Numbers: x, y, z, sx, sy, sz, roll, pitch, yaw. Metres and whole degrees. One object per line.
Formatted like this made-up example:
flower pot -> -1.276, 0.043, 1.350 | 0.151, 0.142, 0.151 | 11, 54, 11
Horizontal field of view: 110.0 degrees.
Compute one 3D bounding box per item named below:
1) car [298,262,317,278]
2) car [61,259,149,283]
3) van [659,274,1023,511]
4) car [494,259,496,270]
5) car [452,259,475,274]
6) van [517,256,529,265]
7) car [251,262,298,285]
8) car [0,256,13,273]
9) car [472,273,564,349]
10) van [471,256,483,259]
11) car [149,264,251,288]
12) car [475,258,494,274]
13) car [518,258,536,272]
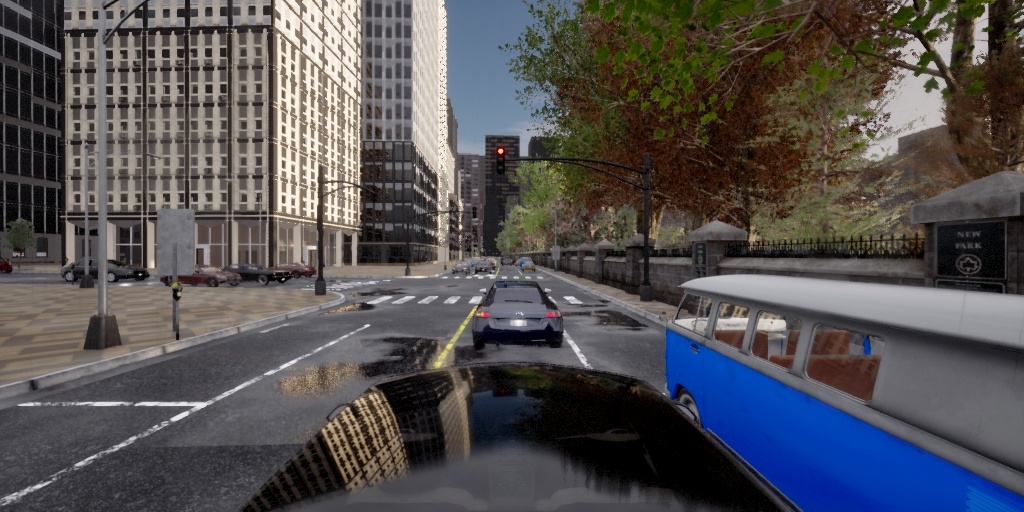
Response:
car -> -18.095, 1.127, 29.080 | 4.207, 1.307, 1.802 | 0, 0, 4
car -> -27.234, 0.962, 24.071 | 4.892, 1.490, 1.837 | 1, 0, 3
van -> 2.568, 1.091, 2.622 | 1.690, 1.789, 3.998 | 0, 0, 0
car -> -3.417, 1.296, 50.841 | 1.994, 1.385, 4.181 | 0, 0, -2
car -> -5.645, 1.288, 40.287 | 2.007, 1.370, 4.403 | 0, 0, -1
van -> 1.990, 1.072, 51.714 | 1.690, 1.789, 3.998 | 0, 0, -1
car -> -17.028, 1.174, 23.422 | 4.718, 1.301, 1.895 | 1, 0, 4
car -> -45.545, 0.676, 30.500 | 4.097, 1.591, 1.967 | 0, 0, 1
car -> 0.098, 1.313, 9.202 | 1.994, 1.385, 4.181 | 0, 0, -1
van -> -6.332, 1.064, 62.462 | 1.690, 1.789, 3.998 | 0, 0, -2
car -> -18.158, 1.149, 20.967 | 4.207, 1.307, 1.802 | 0, 0, 4
car -> -3.230, 1.243, 40.862 | 1.837, 1.490, 4.892 | 0, 0, -3
car -> 2.114, 1.260, 46.341 | 1.751, 1.417, 4.829 | 0, 0, -1
